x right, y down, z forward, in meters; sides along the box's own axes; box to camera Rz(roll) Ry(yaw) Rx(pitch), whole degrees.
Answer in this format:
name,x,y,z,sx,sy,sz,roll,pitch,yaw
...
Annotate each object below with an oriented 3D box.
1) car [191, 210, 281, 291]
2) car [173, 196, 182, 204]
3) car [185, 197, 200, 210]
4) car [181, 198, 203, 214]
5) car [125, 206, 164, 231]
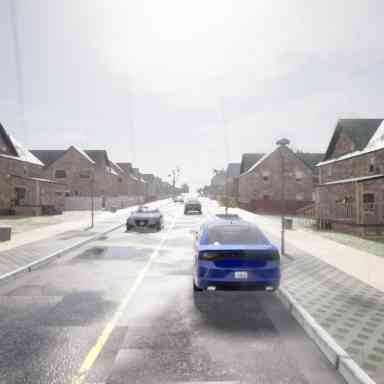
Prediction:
name,x,y,z,sx,sy,sz,roll,pitch,yaw
car,0.973,1.485,9.025,1.882,1.535,5.008,0,0,0
car,-2.671,1.624,67.374,2.128,1.511,4.902,0,0,0
car,0.078,1.547,46.374,1.882,1.535,5.008,0,0,1
car,0.112,1.552,36.526,1.837,1.490,4.892,0,0,0
car,-2.825,1.584,20.687,1.994,1.385,4.181,0,0,0
